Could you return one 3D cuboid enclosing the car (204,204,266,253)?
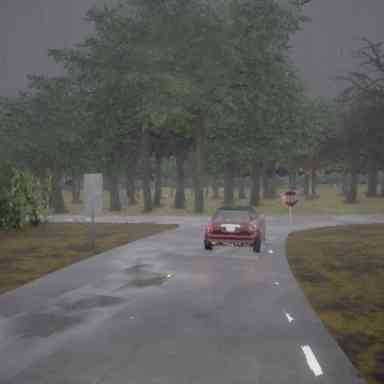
[{"bbox_3d":[1.961,1.358,14.046,2.097,1.767,4.553,0,0,16],"label":"car"}]
